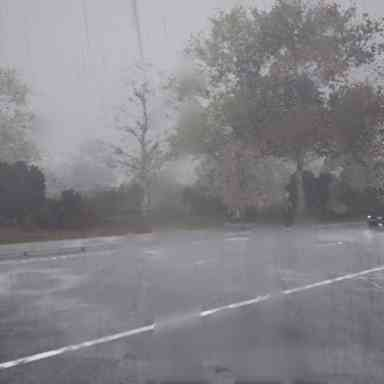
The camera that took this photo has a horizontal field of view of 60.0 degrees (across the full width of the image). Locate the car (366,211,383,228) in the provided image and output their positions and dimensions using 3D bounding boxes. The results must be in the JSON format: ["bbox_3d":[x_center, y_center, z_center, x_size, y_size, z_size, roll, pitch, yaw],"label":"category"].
[{"bbox_3d":[13.264,1.651,21.347,4.718,1.301,1.895,0,0,-33],"label":"car"}]
